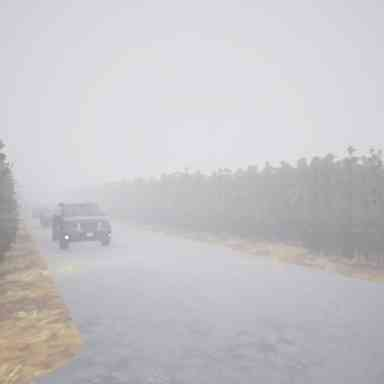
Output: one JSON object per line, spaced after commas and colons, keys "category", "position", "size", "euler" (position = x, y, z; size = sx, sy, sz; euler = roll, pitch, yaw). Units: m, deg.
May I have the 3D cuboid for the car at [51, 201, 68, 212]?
{"category": "car", "position": [-20.018, 2.203, 50.217], "size": [1.812, 1.442, 4.674], "euler": [0, 0, -28]}

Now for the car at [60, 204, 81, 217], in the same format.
{"category": "car", "position": [-15.155, 2.264, 41.262], "size": [1.895, 1.301, 4.718], "euler": [0, 0, -28]}

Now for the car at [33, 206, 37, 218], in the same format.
{"category": "car", "position": [-17.184, 2.262, 38.260], "size": [1.895, 1.301, 4.718], "euler": [0, 0, -28]}

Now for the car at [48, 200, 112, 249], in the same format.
{"category": "car", "position": [-5.709, 1.543, 16.819], "size": [2.150, 2.045, 5.566], "euler": [0, -1, -28]}

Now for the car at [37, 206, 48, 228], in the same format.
{"category": "car", "position": [-11.189, 2.004, 27.022], "size": [1.882, 1.535, 5.008], "euler": [0, 0, -28]}
